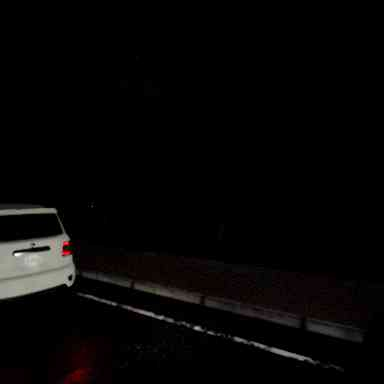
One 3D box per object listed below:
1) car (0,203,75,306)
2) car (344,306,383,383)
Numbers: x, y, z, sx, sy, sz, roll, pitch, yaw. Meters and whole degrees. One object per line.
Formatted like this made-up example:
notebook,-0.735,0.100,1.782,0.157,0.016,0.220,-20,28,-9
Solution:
car,-4.903,1.254,7.285,5.566,2.045,2.150,0,0,36
car,3.529,1.213,1.124,5.566,2.045,2.150,0,0,36
